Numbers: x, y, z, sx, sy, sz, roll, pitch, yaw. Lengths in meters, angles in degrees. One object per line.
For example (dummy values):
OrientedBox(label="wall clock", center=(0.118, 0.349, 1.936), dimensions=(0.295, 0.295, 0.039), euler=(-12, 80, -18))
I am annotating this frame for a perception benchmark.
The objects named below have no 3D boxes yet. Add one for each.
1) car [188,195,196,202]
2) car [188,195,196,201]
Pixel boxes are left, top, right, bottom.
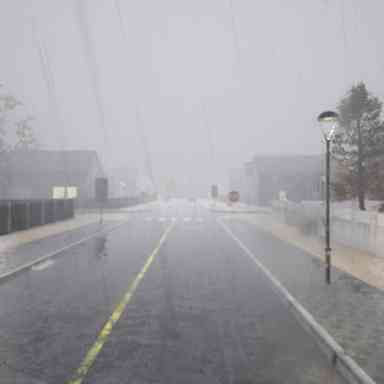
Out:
OrientedBox(label="car", center=(0.016, 1.648, 76.726), dimensions=(2.128, 1.511, 4.902), euler=(0, 0, 0))
OrientedBox(label="car", center=(0.019, 1.511, 87.147), dimensions=(1.882, 1.535, 5.008), euler=(0, 0, 0))
